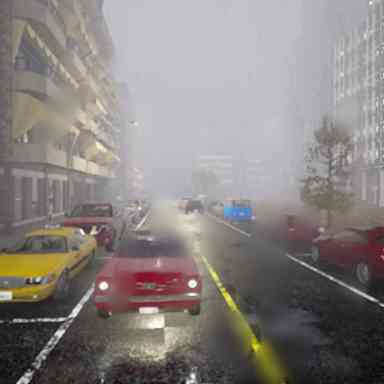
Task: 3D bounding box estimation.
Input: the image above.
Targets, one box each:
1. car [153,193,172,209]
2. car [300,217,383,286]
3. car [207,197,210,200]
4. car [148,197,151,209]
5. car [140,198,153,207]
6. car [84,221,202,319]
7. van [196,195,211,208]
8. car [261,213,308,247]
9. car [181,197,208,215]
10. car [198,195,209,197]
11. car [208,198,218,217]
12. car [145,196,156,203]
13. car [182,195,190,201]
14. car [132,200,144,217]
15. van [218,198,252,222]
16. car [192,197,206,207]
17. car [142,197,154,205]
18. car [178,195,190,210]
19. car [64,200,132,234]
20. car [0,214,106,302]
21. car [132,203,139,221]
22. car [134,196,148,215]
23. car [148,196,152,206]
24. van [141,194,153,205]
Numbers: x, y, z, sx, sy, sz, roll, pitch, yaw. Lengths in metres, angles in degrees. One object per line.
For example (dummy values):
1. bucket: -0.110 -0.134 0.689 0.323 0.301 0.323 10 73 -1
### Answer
1. car: -4.042 1.228 46.949 2.150 2.045 5.566 0 0 -5
2. car: 4.786 1.582 9.159 1.802 1.307 4.206 0 0 -5
3. car: 2.509 1.568 36.698 1.947 1.339 4.313 0 0 -5
4. car: -5.842 1.565 36.007 1.947 1.339 4.313 0 0 -5
5. car: -7.209 1.592 52.531 1.802 1.307 4.206 0 0 -5
6. car: -0.880 1.598 7.561 1.895 1.301 4.718 0 0 -5
7. van: 1.597 1.350 47.715 1.690 1.788 3.998 0 0 -5
8. car: 4.331 1.581 14.666 1.802 1.307 4.206 0 0 -5
9. car: 0.163 1.504 33.591 1.837 1.490 4.892 0 0 -5
10. car: 2.053 1.446 42.206 1.967 1.590 4.097 0 0 -5
11. car: 2.951 1.526 31.359 1.752 1.417 4.829 0 0 -5
12. car: -8.575 1.591 69.054 1.947 1.339 4.313 0 0 -5
13. car: -1.590 1.595 86.269 1.887 1.381 4.507 0 0 -5
14. car: -4.931 1.546 24.993 2.008 1.369 4.403 0 0 -5
15. van: 3.419 1.340 25.682 1.690 1.788 3.998 0 0 -5
16. car: 1.128 1.539 53.390 1.752 1.417 4.829 0 0 -5
17. car: -7.664 1.596 58.038 1.802 1.307 4.206 0 0 -5
18. car: -0.728 1.358 44.203 2.097 1.767 4.553 0 0 -5
19. car: -4.023 1.310 13.976 2.192 1.841 5.009 0 0 -5
20. car: -3.552 1.522 8.300 1.752 1.417 4.829 0 0 -5
21. car: -4.476 1.545 19.485 2.008 1.369 4.403 0 0 -5
22. car: -5.387 1.437 30.499 1.967 1.590 4.097 0 0 -5
23. car: -6.298 1.547 41.515 1.887 1.381 4.507 0 0 -5
24. van: -6.755 1.347 47.024 1.690 1.788 3.998 0 0 -5
